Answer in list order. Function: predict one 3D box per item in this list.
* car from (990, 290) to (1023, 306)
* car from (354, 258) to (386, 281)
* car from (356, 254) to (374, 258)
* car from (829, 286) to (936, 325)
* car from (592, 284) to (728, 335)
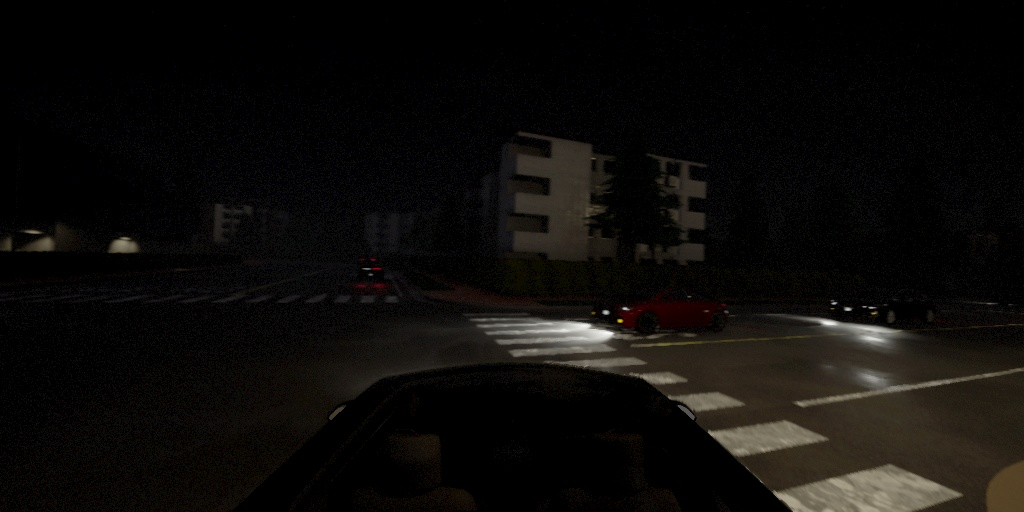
[{"bbox_3d":[38.480,3.134,25.985,2.033,1.411,5.357,2,-1,14],"label":"car"},{"bbox_3d":[-11.070,1.143,28.306,2.128,1.511,4.902,3,-1,-20],"label":"car"},{"bbox_3d":[-24.673,0.737,60.002,2.150,2.045,5.566,3,-1,-37],"label":"car"},{"bbox_3d":[16.135,2.071,15.598,4.892,1.490,1.837,3,-1,-20],"label":"car"},{"bbox_3d":[4.750,1.618,11.542,4.181,1.385,1.994,3,-1,-18],"label":"car"}]
